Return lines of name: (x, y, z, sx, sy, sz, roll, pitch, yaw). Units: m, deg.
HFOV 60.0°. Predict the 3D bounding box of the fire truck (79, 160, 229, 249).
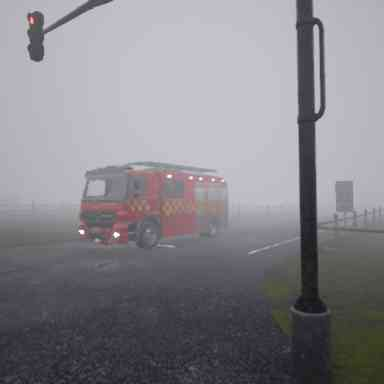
fire truck: (-1.378, 0.568, 16.876, 2.891, 3.827, 8.468, -1, -2, 36)
